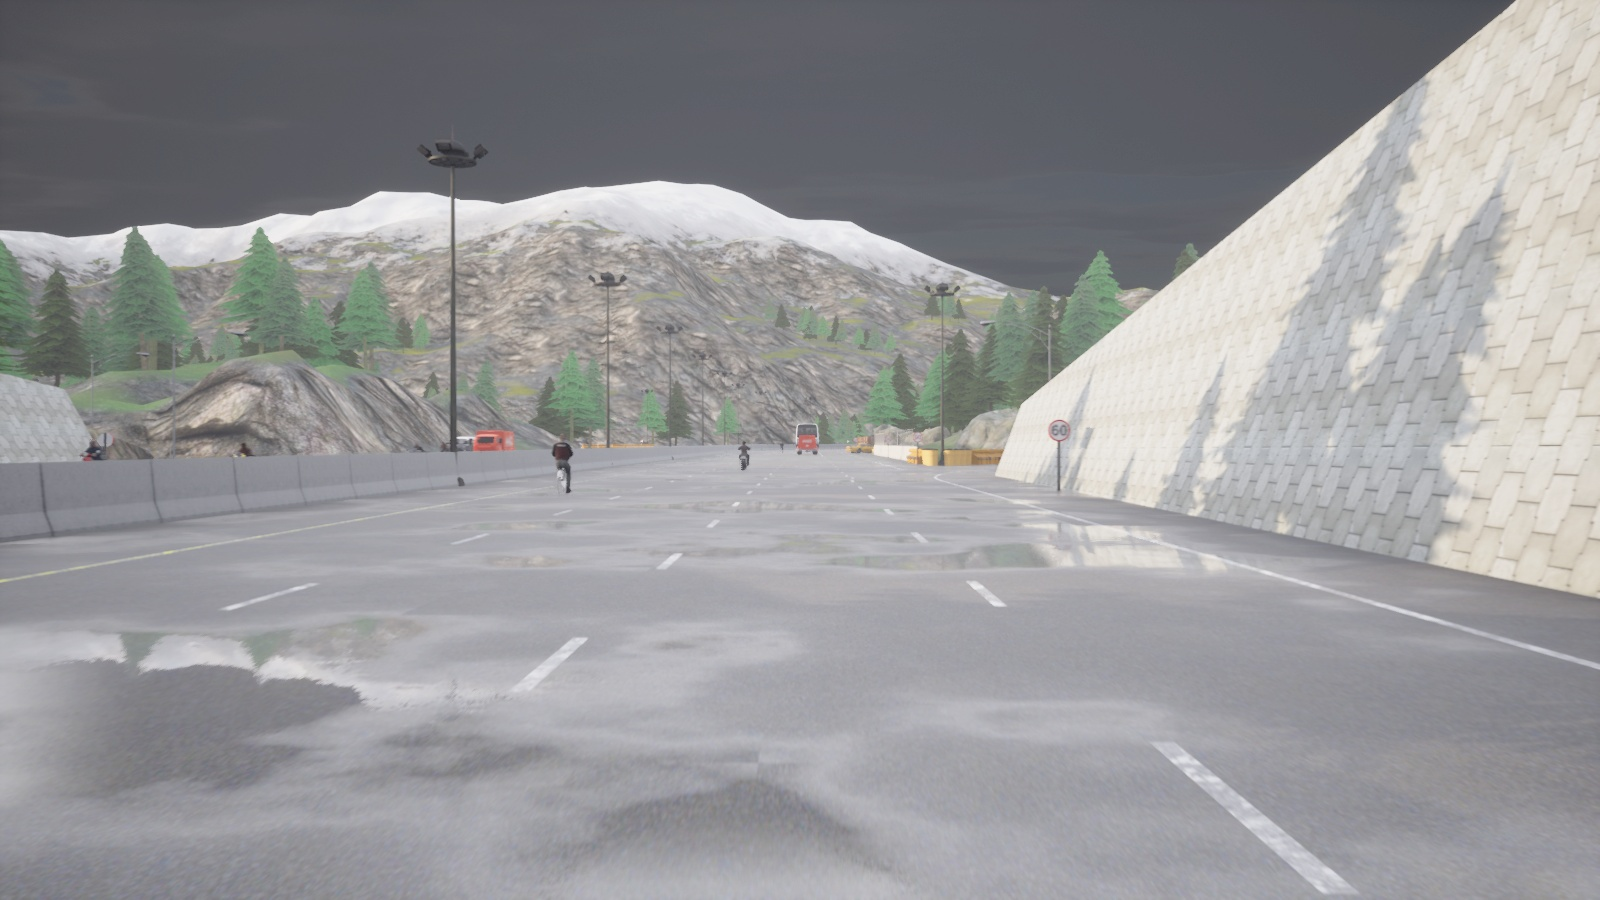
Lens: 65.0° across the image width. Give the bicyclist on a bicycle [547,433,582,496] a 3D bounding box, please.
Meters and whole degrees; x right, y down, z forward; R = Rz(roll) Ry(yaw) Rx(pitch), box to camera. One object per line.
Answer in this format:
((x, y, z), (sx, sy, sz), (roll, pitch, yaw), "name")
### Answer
((-6.779, 0.407, 36.181), (0.659, 1.776, 1.843), (0, 1, 0), "bicyclist on a bicycle")
